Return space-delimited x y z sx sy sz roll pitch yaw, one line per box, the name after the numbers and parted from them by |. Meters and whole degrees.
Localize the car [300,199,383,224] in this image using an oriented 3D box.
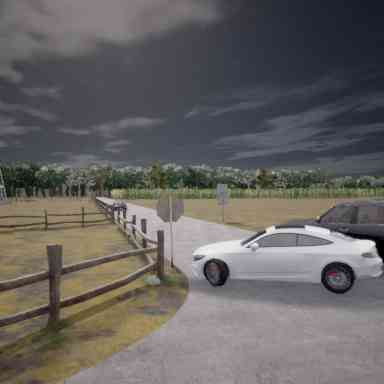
5.103 1.227 9.809 2.150 2.045 5.566 -2 0 -40 | car

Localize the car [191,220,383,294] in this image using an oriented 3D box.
2.299 1.612 8.706 4.674 1.442 1.812 -2 0 16 | car

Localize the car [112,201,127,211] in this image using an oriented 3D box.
-10.823 1.981 49.471 2.033 1.411 5.357 -2 0 -18 | car
